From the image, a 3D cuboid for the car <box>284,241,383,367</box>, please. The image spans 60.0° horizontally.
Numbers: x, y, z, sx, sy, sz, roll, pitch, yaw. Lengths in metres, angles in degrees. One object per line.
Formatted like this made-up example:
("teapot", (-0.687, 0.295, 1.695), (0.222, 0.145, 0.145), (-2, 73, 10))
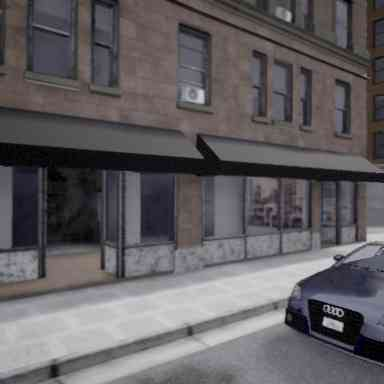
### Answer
("car", (3.486, 1.567, 5.559), (4.181, 1.385, 1.994), (0, 0, -36))
